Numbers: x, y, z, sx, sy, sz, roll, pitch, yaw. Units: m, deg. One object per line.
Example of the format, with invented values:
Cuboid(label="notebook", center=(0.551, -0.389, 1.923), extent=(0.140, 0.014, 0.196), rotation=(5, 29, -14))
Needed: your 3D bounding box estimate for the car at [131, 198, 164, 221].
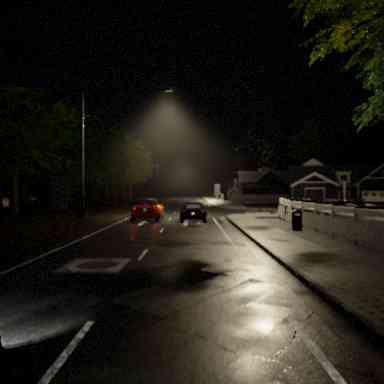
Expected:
Cuboid(label="car", center=(-3.397, 1.266, 26.066), extent=(2.097, 1.767, 4.553), rotation=(0, 1, 0))

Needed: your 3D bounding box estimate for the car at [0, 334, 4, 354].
Cuboid(label="car", center=(-3.399, 1.563, 2.541), extent=(1.994, 1.385, 4.181), rotation=(0, 0, 0))

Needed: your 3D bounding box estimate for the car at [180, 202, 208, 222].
Cuboid(label="car", center=(0.184, 1.482, 25.577), extent=(1.994, 1.385, 4.181), rotation=(0, 0, 3))
